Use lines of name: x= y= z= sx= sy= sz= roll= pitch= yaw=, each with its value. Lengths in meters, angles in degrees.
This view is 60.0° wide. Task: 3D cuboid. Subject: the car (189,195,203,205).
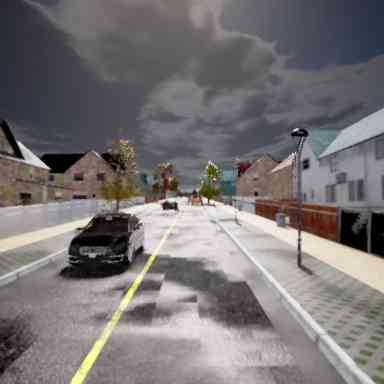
car: x=0.938 y=1.464 z=61.636 sx=2.097 sy=1.767 sz=4.553 roll=-3 pitch=-1 yaw=0

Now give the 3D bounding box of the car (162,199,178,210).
car: x=-2.820 y=1.678 z=43.749 sx=1.994 sy=1.385 sz=4.181 roll=0 pitch=0 yaw=0

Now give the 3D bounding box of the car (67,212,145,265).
car: x=-2.822 y=1.532 z=11.850 sx=1.837 sy=1.490 sz=4.892 roll=0 pitch=1 yaw=0
